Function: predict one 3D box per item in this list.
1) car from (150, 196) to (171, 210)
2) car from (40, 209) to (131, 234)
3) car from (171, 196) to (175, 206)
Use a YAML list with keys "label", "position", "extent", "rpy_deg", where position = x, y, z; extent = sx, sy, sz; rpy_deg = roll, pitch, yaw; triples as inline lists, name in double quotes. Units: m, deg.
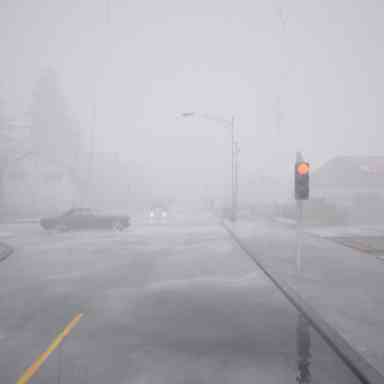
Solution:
- label: "car"
  position: [-4.062, 1.485, 41.573]
  extent: [1.837, 1.490, 4.892]
  rpy_deg: [0, 0, 0]
- label: "car"
  position: [-5.860, 1.592, 18.738]
  extent: [4.718, 1.301, 1.895]
  rpy_deg: [0, 0, -15]
- label: "car"
  position: [-4.049, 1.501, 50.784]
  extent: [1.812, 1.442, 4.674]
  rpy_deg: [0, 0, 0]
